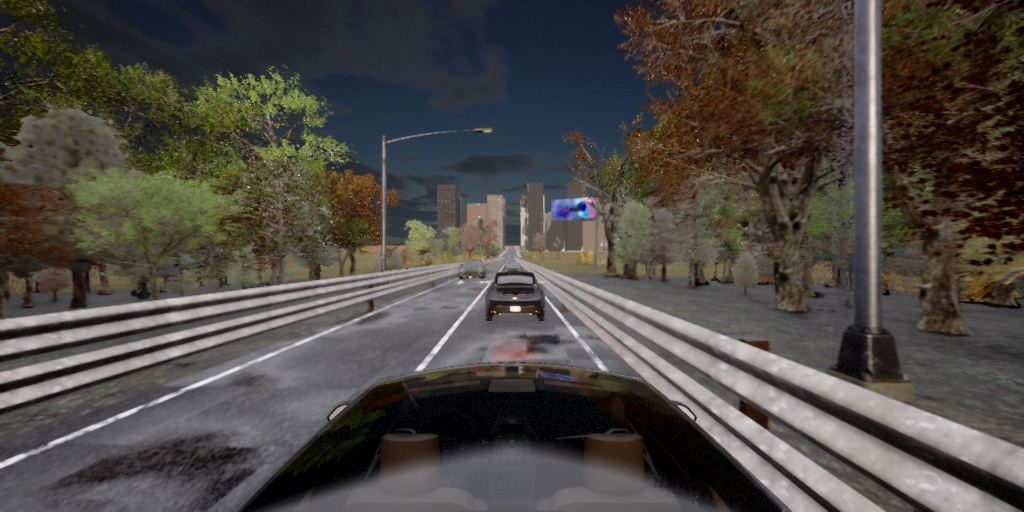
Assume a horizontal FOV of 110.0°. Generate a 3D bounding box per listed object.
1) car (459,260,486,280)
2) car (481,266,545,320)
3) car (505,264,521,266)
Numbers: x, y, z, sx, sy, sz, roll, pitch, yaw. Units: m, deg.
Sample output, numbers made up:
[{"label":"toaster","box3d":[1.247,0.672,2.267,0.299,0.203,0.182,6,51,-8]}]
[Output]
[{"label":"car","box3d":[-3.347,1.125,31.226,2.097,1.767,4.553,0,0,0]},{"label":"car","box3d":[0.100,1.262,12.660,1.837,1.490,4.892,0,0,0]},{"label":"car","box3d":[0.096,1.375,33.620,1.895,1.301,4.718,0,0,0]}]
